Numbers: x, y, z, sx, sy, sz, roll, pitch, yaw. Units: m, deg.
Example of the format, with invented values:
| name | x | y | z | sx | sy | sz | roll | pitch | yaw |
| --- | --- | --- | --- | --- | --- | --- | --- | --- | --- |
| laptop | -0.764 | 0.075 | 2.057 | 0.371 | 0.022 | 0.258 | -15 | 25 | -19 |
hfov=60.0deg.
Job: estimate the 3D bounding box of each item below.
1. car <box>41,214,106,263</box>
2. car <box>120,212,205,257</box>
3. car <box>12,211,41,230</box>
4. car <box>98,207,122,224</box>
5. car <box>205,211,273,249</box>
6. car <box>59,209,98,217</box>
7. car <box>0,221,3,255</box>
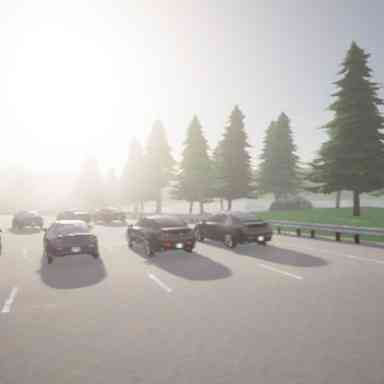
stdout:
| name | x | y | z | sx | sy | sz | roll | pitch | yaw |
| --- | --- | --- | --- | --- | --- | --- | --- | --- | --- |
| car | -5.007 | 1.864 | 13.600 | 1.812 | 1.442 | 4.674 | -1 | -1 | -25 |
| car | -1.490 | 1.752 | 14.334 | 1.837 | 1.490 | 4.892 | -1 | -1 | -25 |
| car | -13.742 | 2.320 | 27.835 | 1.812 | 1.442 | 4.674 | -1 | -1 | -37 |
| car | -7.924 | 2.204 | 31.722 | 1.812 | 1.442 | 4.674 | -1 | -1 | -37 |
| car | 1.753 | 1.675 | 15.648 | 1.837 | 1.490 | 4.892 | -1 | -1 | -25 |
| car | -10.430 | 2.209 | 29.243 | 2.128 | 1.511 | 4.902 | -1 | -1 | -37 |
| car | -8.341 | 1.899 | 12.481 | 1.882 | 1.535 | 5.008 | -1 | -1 | -25 |
